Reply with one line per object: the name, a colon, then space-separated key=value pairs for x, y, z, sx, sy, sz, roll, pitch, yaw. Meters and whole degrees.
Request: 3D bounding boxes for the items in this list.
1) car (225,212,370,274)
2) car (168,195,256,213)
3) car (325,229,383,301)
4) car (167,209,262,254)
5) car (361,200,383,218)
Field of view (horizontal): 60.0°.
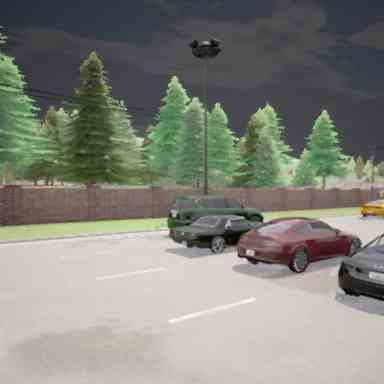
car: x=3.480 y=1.509 z=10.542 sx=4.674 sy=1.442 sz=1.812 roll=0 pitch=0 yaw=-36
car: x=1.332 y=1.201 z=17.590 sx=5.566 sy=2.045 sz=2.150 roll=0 pitch=0 yaw=-35
car: x=5.129 y=1.548 z=7.402 sx=4.181 sy=1.385 sz=1.994 roll=0 pitch=0 yaw=-35
car: x=1.532 y=1.584 z=13.433 sx=4.718 sy=1.301 sz=1.895 roll=0 pitch=0 yaw=-35
car: x=16.343 y=1.422 z=28.291 sx=5.008 sy=1.535 sz=1.882 roll=0 pitch=0 yaw=-35
